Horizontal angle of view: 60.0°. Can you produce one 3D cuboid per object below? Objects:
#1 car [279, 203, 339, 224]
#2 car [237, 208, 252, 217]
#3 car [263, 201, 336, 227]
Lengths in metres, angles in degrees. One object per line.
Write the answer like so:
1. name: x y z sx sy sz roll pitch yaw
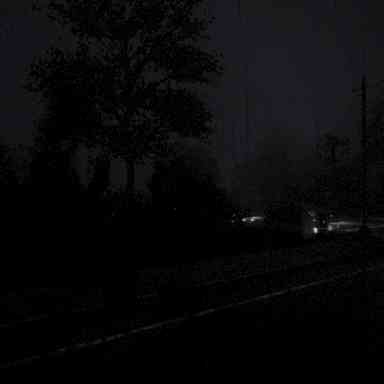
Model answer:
1. car: 9.312 1.650 26.741 1.994 1.385 4.181 0 -1 -39
2. car: 3.923 1.769 33.194 1.994 1.385 4.181 0 -1 -41
3. car: 7.295 1.426 23.618 2.097 1.767 4.553 0 -1 -38
